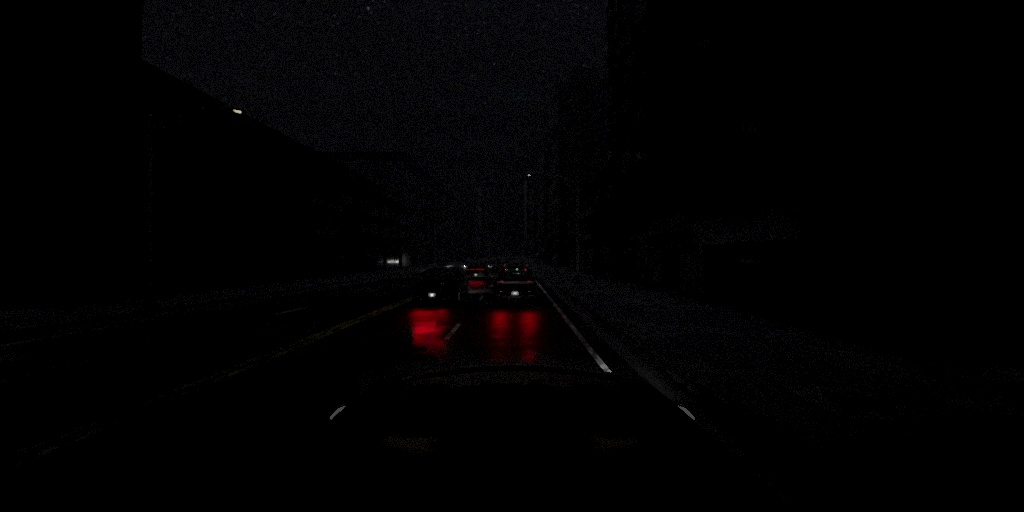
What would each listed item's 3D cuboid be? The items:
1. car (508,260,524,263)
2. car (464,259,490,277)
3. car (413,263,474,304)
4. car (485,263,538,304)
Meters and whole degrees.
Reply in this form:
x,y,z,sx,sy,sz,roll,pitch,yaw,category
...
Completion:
x,y,z,sx,sy,sz,roll,pitch,yaw,category
0.353,1.113,31.353,2.097,1.767,4.553,0,0,1,car
-2.896,1.264,31.426,1.837,1.490,4.892,0,0,1,car
-3.096,1.265,16.428,1.837,1.490,4.892,0,0,1,car
0.154,1.244,16.384,2.128,1.511,4.902,0,0,1,car
